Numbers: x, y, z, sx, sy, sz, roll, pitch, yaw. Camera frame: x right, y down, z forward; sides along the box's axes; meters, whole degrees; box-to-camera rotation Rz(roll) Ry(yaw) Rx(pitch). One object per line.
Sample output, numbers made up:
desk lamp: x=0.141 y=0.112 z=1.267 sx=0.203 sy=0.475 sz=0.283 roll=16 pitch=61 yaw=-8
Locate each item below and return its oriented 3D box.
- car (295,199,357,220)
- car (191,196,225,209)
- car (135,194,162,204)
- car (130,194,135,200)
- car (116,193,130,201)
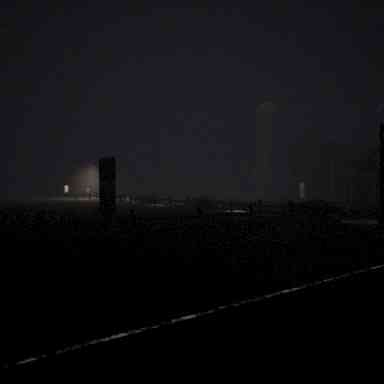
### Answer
car: x=10.946 y=1.338 z=27.439 sx=1.882 sy=1.535 sz=5.008 roll=-1 pitch=1 yaw=-39
car: x=1.863 y=1.210 z=39.802 sx=2.128 sy=1.511 sz=4.902 roll=-1 pitch=1 yaw=-36
car: x=-6.528 y=1.083 z=51.504 sx=1.837 sy=1.490 sz=4.892 roll=-1 pitch=1 yaw=-35
car: x=-8.653 y=1.084 z=59.333 sx=1.895 sy=1.301 sz=4.718 roll=-1 pitch=1 yaw=-36
car: x=-13.511 y=0.906 z=66.064 sx=1.837 sy=1.490 sz=4.892 roll=-1 pitch=1 yaw=-36
